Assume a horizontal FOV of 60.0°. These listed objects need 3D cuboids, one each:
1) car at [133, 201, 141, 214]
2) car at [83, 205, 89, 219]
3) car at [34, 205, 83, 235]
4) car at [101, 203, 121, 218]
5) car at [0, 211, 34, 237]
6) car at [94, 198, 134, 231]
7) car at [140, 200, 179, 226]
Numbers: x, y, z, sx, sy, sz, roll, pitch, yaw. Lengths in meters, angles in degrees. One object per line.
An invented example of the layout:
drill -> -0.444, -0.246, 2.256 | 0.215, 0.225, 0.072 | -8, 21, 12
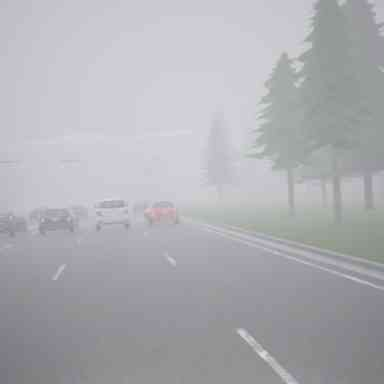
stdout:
car -> -6.005, 1.768, 39.399 | 2.128, 1.511, 4.902 | -3, 0, -14
car -> -12.527, 2.166, 36.727 | 1.837, 1.490, 4.892 | -3, -1, -14
car -> -9.160, 1.842, 23.185 | 2.097, 1.767, 4.553 | -3, 0, -14
car -> -9.022, 2.022, 37.115 | 1.994, 1.385, 4.181 | -3, 0, -14
car -> -12.544, 2.182, 22.351 | 2.128, 1.511, 4.902 | -3, 0, -14
car -> -5.649, 1.504, 23.524 | 2.150, 2.045, 5.566 | -3, 0, -15
car -> -2.392, 1.444, 24.934 | 2.097, 1.767, 4.553 | -3, 0, -14
